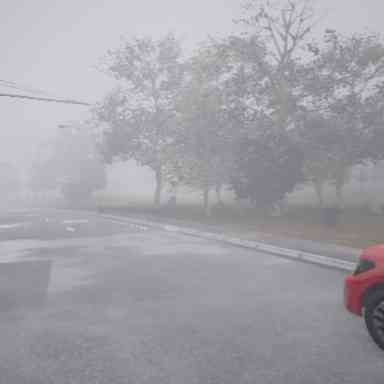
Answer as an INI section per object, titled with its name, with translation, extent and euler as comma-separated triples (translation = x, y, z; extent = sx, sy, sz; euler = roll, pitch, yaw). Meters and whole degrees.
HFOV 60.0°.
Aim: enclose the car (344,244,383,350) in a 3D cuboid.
[car]
translation = 4.386, 1.120, 3.229
extent = 2.150, 2.045, 5.566
euler = -1, 1, -30
